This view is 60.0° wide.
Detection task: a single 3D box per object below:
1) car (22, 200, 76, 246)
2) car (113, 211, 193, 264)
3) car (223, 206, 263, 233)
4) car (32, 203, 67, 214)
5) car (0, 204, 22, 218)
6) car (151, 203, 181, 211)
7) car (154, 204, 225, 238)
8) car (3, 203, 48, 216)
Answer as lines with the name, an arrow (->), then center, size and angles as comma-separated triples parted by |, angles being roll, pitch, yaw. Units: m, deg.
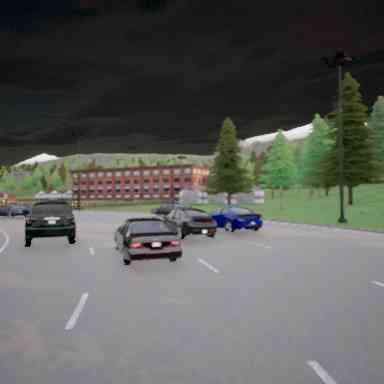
car -> -7.294, 1.436, 16.919 | 2.150, 2.045, 5.566 | 0, -1, -26
car -> -1.822, 1.662, 12.412 | 2.033, 1.411, 5.357 | 0, 0, -17
car -> 2.338, 1.602, 20.685 | 1.882, 1.535, 5.008 | 0, -1, -25
car -> -18.412, 2.105, 42.979 | 4.181, 1.385, 1.994 | -1, -1, 28
car -> -19.469, 2.049, 35.835 | 5.357, 1.411, 2.033 | -1, -1, 31
car -> -2.082, 1.825, 34.280 | 2.033, 1.411, 5.357 | 0, -1, -42
car -> -0.336, 1.643, 18.077 | 1.837, 1.490, 4.892 | 1, -1, -23
car -> -20.290, 2.093, 40.491 | 5.357, 1.411, 2.033 | -1, -1, 26
